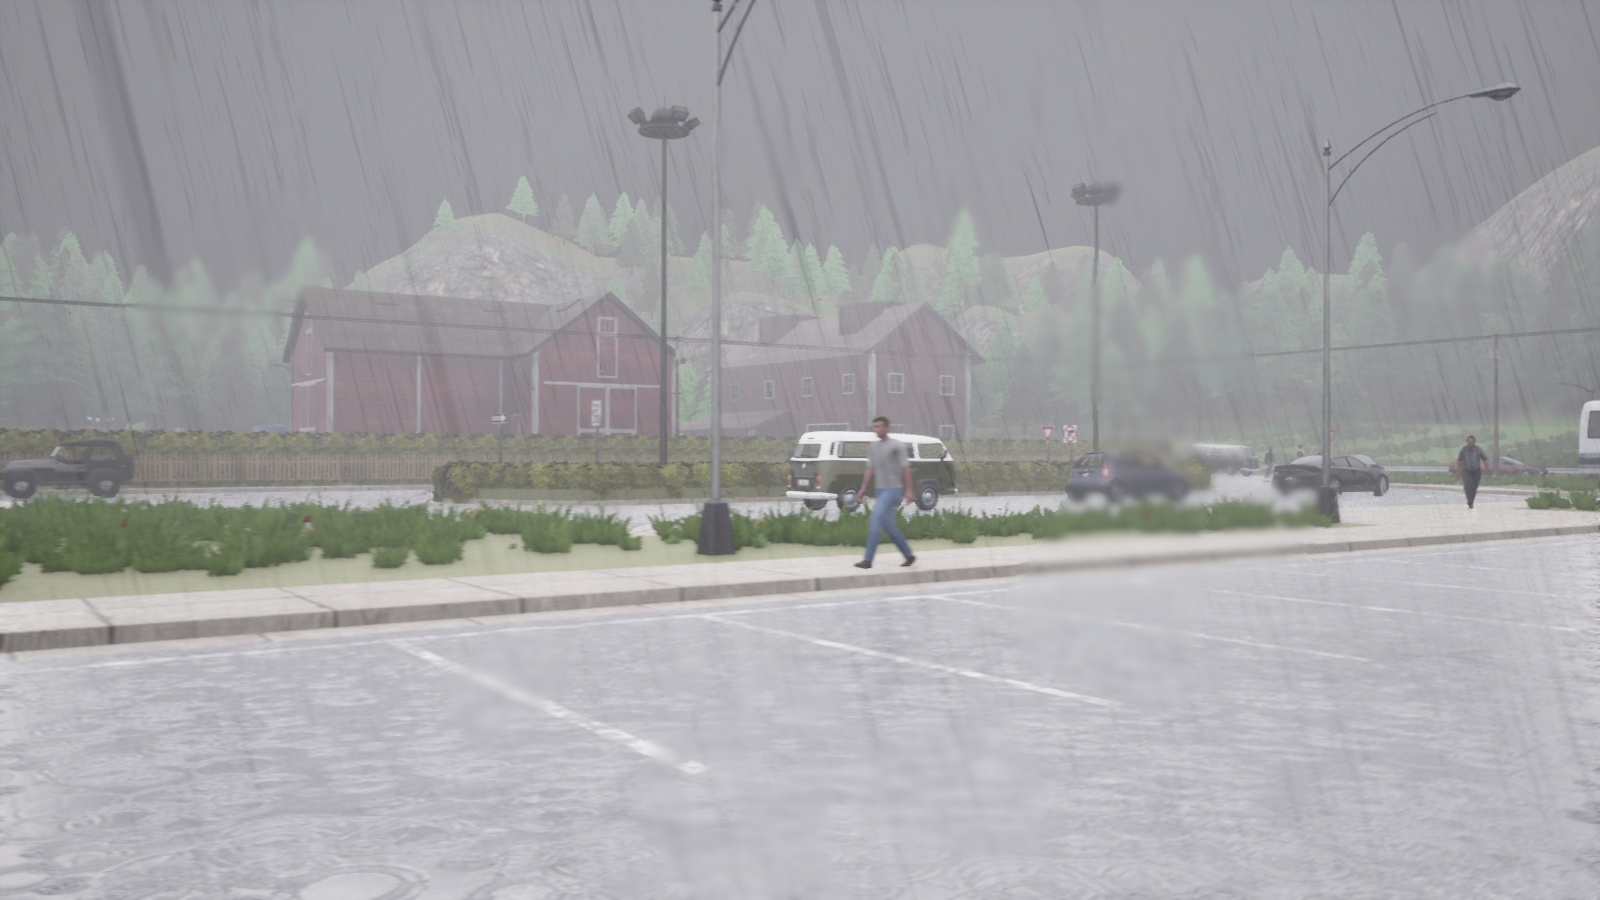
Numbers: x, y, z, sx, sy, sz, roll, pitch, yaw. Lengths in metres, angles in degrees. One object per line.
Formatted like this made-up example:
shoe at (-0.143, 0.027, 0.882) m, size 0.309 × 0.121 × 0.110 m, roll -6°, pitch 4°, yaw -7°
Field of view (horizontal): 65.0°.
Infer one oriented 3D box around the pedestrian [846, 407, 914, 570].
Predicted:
pedestrian at (0.928, 0.434, 14.540) m, size 0.706 × 1.836 × 0.354 m, roll 0°, pitch 0°, yaw -36°

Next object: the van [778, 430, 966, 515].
van at (1.873, 0.544, 32.395) m, size 4.480 × 2.038 × 2.069 m, roll 0°, pitch 0°, yaw -33°

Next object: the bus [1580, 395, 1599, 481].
bus at (43.500, -0.577, 59.639) m, size 3.944 × 4.253 × 10.273 m, roll 0°, pitch 0°, yaw -34°

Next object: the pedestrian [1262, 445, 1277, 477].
pedestrian at (27.552, 0.653, 73.740) m, size 0.431 × 1.840 × 0.703 m, roll 0°, pitch 0°, yaw -29°

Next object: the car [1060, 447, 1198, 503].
car at (9.956, 0.715, 37.908) m, size 3.988 × 1.617 × 1.851 m, roll 0°, pitch 0°, yaw -34°

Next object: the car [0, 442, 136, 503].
car at (-23.599, 0.689, 40.285) m, size 3.866 × 1.878 × 1.905 m, roll 0°, pitch 0°, yaw -34°

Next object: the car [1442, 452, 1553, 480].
car at (37.769, 0.831, 68.070) m, size 2.163 × 1.488 × 4.792 m, roll 0°, pitch 0°, yaw -44°

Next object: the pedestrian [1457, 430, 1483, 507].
pedestrian at (16.363, 0.446, 30.680) m, size 0.540 × 1.848 × 0.694 m, roll 0°, pitch 0°, yaw 27°

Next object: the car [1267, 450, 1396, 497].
car at (18.633, 0.791, 43.941) m, size 5.008 × 1.535 × 1.882 m, roll 0°, pitch 0°, yaw -36°

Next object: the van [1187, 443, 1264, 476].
van at (27.995, 0.602, 82.769) m, size 2.069 × 2.038 × 4.480 m, roll 0°, pitch 1°, yaw -34°

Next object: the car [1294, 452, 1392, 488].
car at (23.083, 0.827, 53.592) m, size 2.163 × 1.488 × 4.792 m, roll 0°, pitch 0°, yaw 0°
